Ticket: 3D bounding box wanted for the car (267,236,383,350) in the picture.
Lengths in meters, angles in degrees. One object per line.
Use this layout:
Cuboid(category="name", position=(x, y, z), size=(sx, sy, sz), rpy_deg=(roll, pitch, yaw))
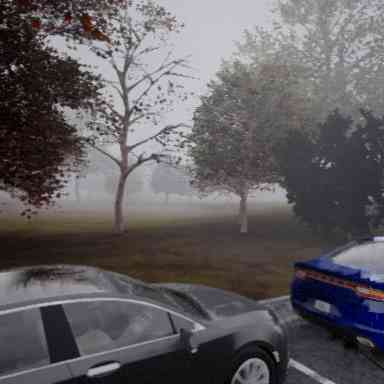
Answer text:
Cuboid(category="car", position=(4.019, 1.524, 5.817), size=(5.008, 1.535, 2.097), rpy_deg=(2, -1, -28))
